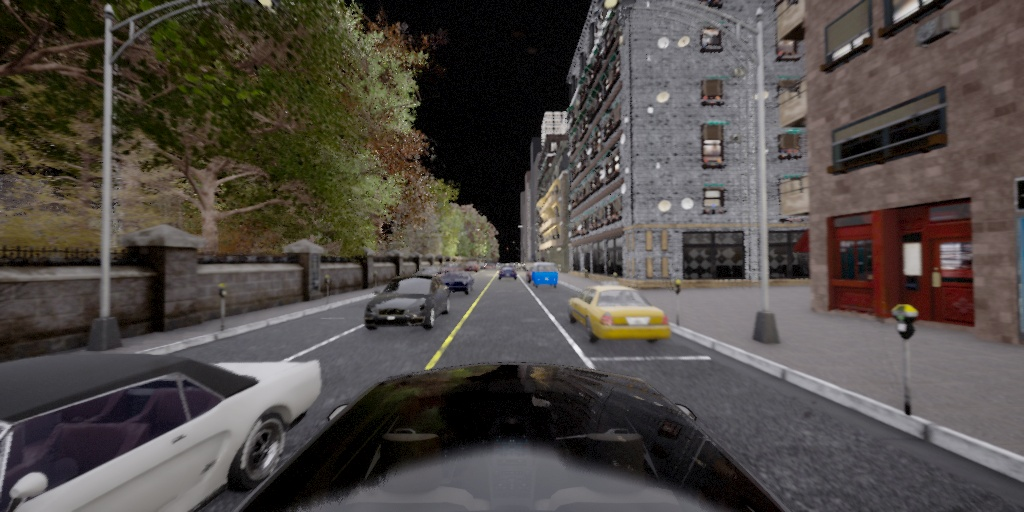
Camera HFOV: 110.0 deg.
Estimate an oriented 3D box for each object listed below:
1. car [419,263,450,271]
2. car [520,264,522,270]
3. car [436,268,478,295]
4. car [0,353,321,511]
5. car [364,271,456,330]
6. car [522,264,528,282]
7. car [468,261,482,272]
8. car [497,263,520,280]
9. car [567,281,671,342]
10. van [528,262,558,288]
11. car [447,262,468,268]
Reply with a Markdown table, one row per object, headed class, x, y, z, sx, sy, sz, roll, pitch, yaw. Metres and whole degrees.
| class | x | y | z | sx | sy | sz | roll | pitch | yaw |
| --- | --- | --- | --- | --- | --- | --- | --- | --- | --- |
| car | -6.046 | 1.532 | 26.127 | 1.967 | 1.591 | 4.097 | 0 | 0 | -1 |
| car | 1.696 | 2.076 | 65.030 | 2.007 | 1.370 | 4.403 | 0 | 0 | -1 |
| car | -3.386 | 1.625 | 22.106 | 1.895 | 1.301 | 4.718 | 0 | -1 | -1 |
| car | -3.090 | 1.375 | 1.842 | 1.895 | 1.301 | 4.718 | 0 | -1 | 0 |
| car | -3.223 | 1.402 | 11.854 | 1.837 | 1.490 | 4.892 | 0 | -1 | -1 |
| car | 2.242 | 1.543 | 31.806 | 1.967 | 1.591 | 4.097 | 0 | 0 | -1 |
| car | -6.592 | 1.828 | 59.352 | 2.192 | 1.841 | 5.009 | 0 | 0 | -1 |
| car | -0.443 | 1.717 | 37.289 | 1.812 | 1.442 | 4.674 | 0 | -1 | -1 |
| car | 2.603 | 1.353 | 9.826 | 1.751 | 1.417 | 4.829 | 0 | 0 | -1 |
| van | 2.333 | 1.375 | 26.269 | 1.690 | 1.789 | 3.998 | 0 | 0 | -1 |
| car | -6.228 | 1.546 | 37.202 | 2.192 | 1.841 | 5.009 | 0 | 0 | -1 |
